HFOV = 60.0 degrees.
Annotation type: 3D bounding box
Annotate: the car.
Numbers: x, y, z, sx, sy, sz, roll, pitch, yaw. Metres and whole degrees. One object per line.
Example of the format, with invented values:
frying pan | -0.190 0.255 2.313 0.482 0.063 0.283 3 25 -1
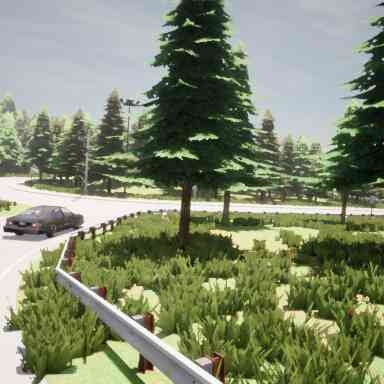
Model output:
car | -7.391 1.410 17.288 2.033 1.411 5.357 4 1 3
